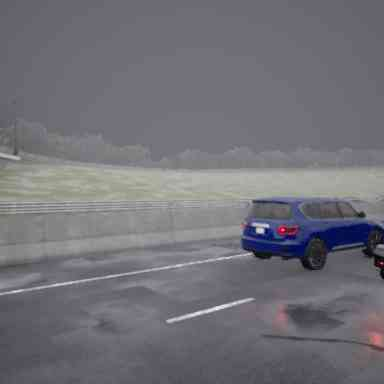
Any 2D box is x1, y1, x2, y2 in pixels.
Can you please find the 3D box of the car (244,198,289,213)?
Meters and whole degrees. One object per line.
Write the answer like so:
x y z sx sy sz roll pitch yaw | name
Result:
7.973 1.391 35.474 4.892 1.490 1.837 0 0 -35 | car

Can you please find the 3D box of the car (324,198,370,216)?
14.894 1.382 31.813 4.892 1.490 1.837 0 0 -35 | car

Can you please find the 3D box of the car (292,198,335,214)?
12.633 1.403 34.500 4.674 1.442 1.812 0 0 -35 | car

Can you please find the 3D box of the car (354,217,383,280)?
6.478 1.440 8.371 4.902 1.511 2.128 0 0 -36 | car

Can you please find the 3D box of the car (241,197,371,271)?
4.112 1.172 10.981 5.566 2.045 2.150 0 0 -36 | car
